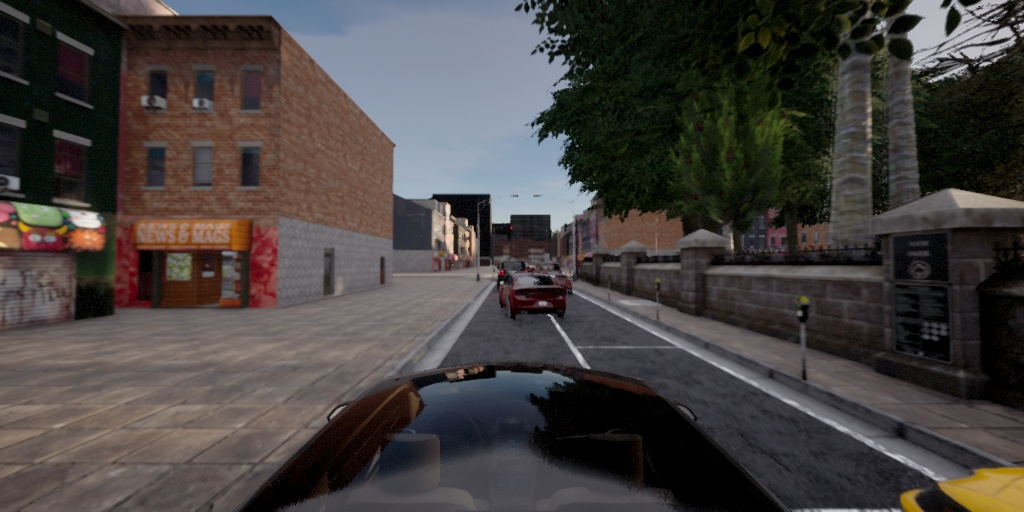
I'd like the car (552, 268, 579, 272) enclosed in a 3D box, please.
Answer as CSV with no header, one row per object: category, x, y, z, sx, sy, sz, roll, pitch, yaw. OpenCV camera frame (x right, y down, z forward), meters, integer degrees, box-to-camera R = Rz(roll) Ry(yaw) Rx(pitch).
car,2.640,1.587,21.794,1.802,1.307,4.207,0,0,0

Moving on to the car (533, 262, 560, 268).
car,2.640,1.393,27.242,2.192,1.841,5.009,0,0,0

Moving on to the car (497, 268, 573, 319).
car,0.630,1.378,13.741,1.882,1.535,5.008,0,-1,-8

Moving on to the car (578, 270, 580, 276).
car,9.645,1.784,38.674,5.357,1.411,2.033,0,-1,-2

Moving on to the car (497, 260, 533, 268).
car,0.085,1.277,25.559,2.150,2.045,5.566,0,-1,0
